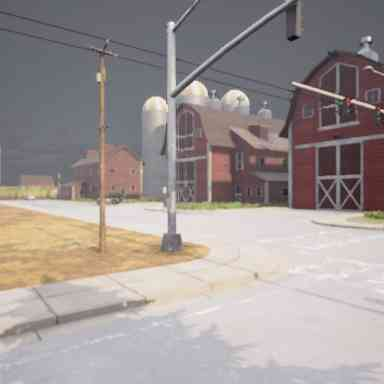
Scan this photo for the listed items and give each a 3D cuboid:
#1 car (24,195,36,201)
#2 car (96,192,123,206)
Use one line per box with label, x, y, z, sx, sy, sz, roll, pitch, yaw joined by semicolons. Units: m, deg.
car;-38.564;1.381;79.337;1.812;1.442;4.674;0;0;-37
car;-12.679;1.031;51.459;3.866;1.878;1.905;-2;6;11
